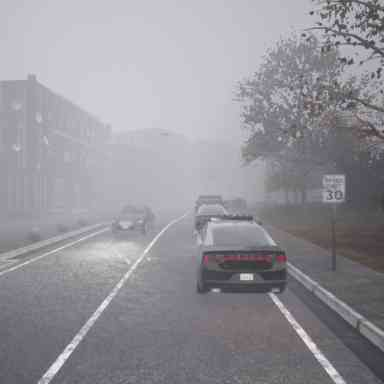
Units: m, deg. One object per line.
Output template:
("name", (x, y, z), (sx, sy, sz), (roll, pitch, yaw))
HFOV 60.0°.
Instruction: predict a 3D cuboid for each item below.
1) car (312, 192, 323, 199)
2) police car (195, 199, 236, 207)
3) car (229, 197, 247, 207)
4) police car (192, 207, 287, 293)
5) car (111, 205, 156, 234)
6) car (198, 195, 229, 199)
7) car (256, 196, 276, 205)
("car", (28.485, 0.825, 72.891), (4.674, 1.442, 1.812), (-2, 0, -29))
("police car", (1.103, 1.429, 18.910), (1.930, 1.638, 5.238), (0, 0, 1))
("car", (5.939, 1.406, 45.017), (1.882, 1.535, 5.008), (0, 0, 28))
("police car", (1.051, 1.428, 8.973), (1.930, 1.638, 5.238), (0, 0, 0))
("car", (-3.264, 1.497, 19.172), (2.128, 1.511, 4.902), (0, 0, 2))
("car", (1.389, 1.226, 24.657), (2.150, 2.045, 5.566), (0, 0, 5))
("car", (12.262, 1.308, 55.298), (1.812, 1.442, 4.674), (-1, 1, 40))
